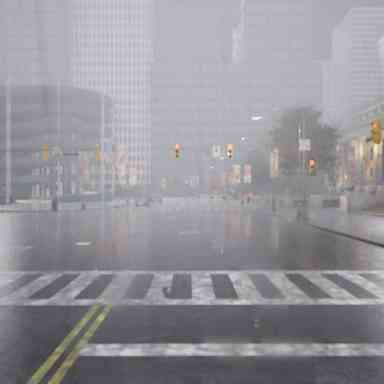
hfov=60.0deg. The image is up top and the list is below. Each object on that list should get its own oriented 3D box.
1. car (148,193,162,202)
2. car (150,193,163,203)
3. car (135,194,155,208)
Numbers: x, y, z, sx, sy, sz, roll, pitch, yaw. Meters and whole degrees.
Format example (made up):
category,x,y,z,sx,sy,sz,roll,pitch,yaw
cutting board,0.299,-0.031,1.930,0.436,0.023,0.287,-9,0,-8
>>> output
category,x,y,z,sx,sy,sz,roll,pitch,yaw
car,-8.805,1.238,79.158,2.150,2.045,5.566,0,0,-18
car,-7.076,1.503,67.627,2.128,1.511,4.902,0,0,0
car,-7.113,1.500,48.539,2.128,1.511,4.902,0,0,1
